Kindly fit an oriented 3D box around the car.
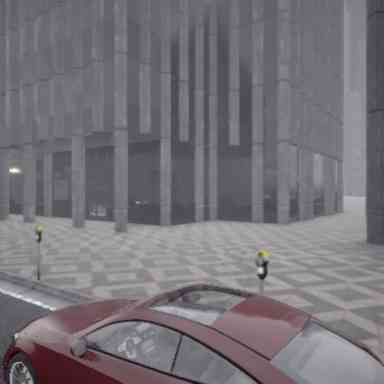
[{"bbox_3d":[-0.082,1.580,3.140,4.206,1.307,1.802,0,0,35],"label":"car"}]
